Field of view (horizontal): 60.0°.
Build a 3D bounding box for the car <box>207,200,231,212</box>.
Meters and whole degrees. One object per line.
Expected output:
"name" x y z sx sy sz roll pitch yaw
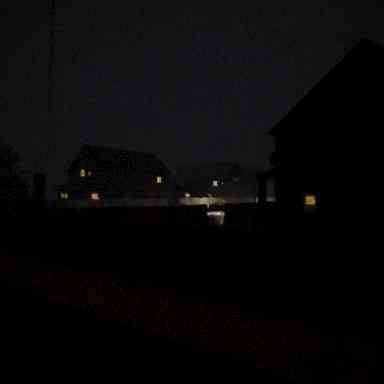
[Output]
"car" 3.622 1.717 40.309 1.994 1.385 4.181 1 0 36
